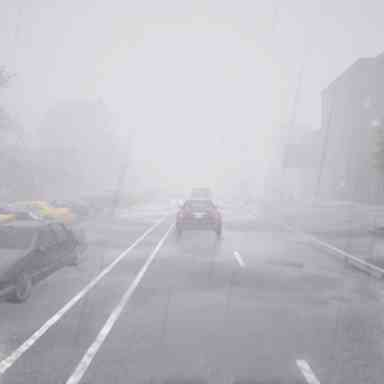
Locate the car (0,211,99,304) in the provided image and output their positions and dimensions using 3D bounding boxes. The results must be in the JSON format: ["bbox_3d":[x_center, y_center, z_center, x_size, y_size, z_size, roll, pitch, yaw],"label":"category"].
[{"bbox_3d":[-4.180,1.452,8.217,2.033,1.411,5.357,0,1,1],"label":"car"}]

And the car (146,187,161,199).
[{"bbox_3d":[-7.596,0.377,51.103,4.553,1.767,2.185,-1,1,-16],"label":"car"}]

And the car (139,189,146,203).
[{"bbox_3d":[-8.364,0.740,39.240,5.008,1.535,2.097,-1,1,-17],"label":"car"}]

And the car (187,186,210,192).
[{"bbox_3d":[0.994,0.562,34.671,2.150,2.045,5.566,0,1,3],"label":"car"}]

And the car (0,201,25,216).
[{"bbox_3d":[-9.347,1.313,12.526,5.008,1.535,2.097,-1,1,-19],"label":"car"}]

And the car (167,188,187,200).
[{"bbox_3d":[-2.240,0.548,52.504,1.994,1.385,4.181,0,1,5],"label":"car"}]

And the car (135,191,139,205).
[{"bbox_3d":[-8.495,0.675,36.277,4.553,1.767,2.185,-1,1,-17],"label":"car"}]

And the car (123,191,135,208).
[{"bbox_3d":[-8.678,0.863,33.313,5.008,1.535,2.097,-1,1,-17],"label":"car"}]

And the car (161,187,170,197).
[{"bbox_3d":[-7.214,0.140,57.010,5.566,2.045,2.435,-1,1,-16],"label":"car"}]

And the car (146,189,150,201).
[{"bbox_3d":[-8.172,0.708,42.218,4.792,1.488,2.163,-1,1,-17],"label":"car"}]

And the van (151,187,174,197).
[{"bbox_3d":[-6.045,-0.052,68.891,4.442,1.987,1.878,-1,1,-15],"label":"van"}]

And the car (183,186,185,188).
[{"bbox_3d":[-5.124,-0.030,80.597,5.366,1.575,1.946,-1,1,-14],"label":"car"}]

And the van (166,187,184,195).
[{"bbox_3d":[-4.377,-0.366,86.507,4.442,1.987,1.878,-1,1,-13],"label":"van"}]

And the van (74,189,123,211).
[{"bbox_3d":[-8.917,0.703,30.295,4.442,1.987,1.878,-1,2,-18],"label":"van"}]

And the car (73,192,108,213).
[{"bbox_3d":[-9.041,1.055,24.410,5.008,1.535,2.097,-1,1,-18],"label":"car"}]

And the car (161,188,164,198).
[{"bbox_3d":[-7.414,0.487,54.068,4.674,1.452,2.002,-1,1,-16],"label":"car"}]

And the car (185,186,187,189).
[{"bbox_3d":[-4.602,-0.086,83.590,5.008,1.535,2.097,-1,1,-14],"label":"car"}]

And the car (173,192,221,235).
[{"bbox_3d":[0.352,1.076,17.133,2.097,1.767,4.553,0,1,1],"label":"car"}]

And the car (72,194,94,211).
[{"bbox_3d":[-9.122,1.119,21.434,5.008,1.535,2.097,-1,2,-18],"label":"car"}]

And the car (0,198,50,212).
[{"bbox_3d":[-9.320,1.124,15.490,4.553,1.767,2.185,-1,1,-19],"label":"car"}]

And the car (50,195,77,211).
[{"bbox_3d":[-9.391,1.185,18.406,5.366,1.575,1.946,-1,2,-19],"label":"car"}]

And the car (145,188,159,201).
[{"bbox_3d":[-7.839,0.562,48.142,4.892,1.521,2.231,-1,1,-16],"label":"car"}]
